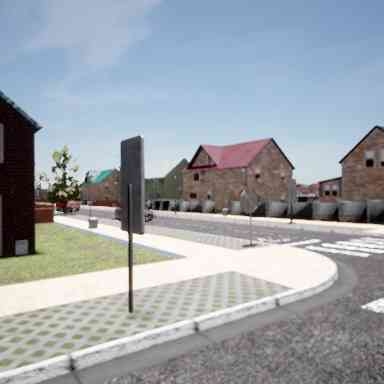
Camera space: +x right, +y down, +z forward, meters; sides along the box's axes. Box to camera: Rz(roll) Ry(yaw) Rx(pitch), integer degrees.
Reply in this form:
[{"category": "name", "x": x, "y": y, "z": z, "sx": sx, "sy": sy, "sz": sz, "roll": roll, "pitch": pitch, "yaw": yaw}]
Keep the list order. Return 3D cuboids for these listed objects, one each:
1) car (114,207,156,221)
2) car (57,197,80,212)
[{"category": "car", "x": -5.084, "y": 1.785, "z": 28.867, "sx": 2.033, "sy": 1.411, "sz": 5.357, "roll": 0, "pitch": -1, "yaw": -34}, {"category": "car", "x": -17.626, "y": 1.693, "z": 47.295, "sx": 2.150, "sy": 2.045, "sz": 5.566, "roll": 0, "pitch": 0, "yaw": -34}]
